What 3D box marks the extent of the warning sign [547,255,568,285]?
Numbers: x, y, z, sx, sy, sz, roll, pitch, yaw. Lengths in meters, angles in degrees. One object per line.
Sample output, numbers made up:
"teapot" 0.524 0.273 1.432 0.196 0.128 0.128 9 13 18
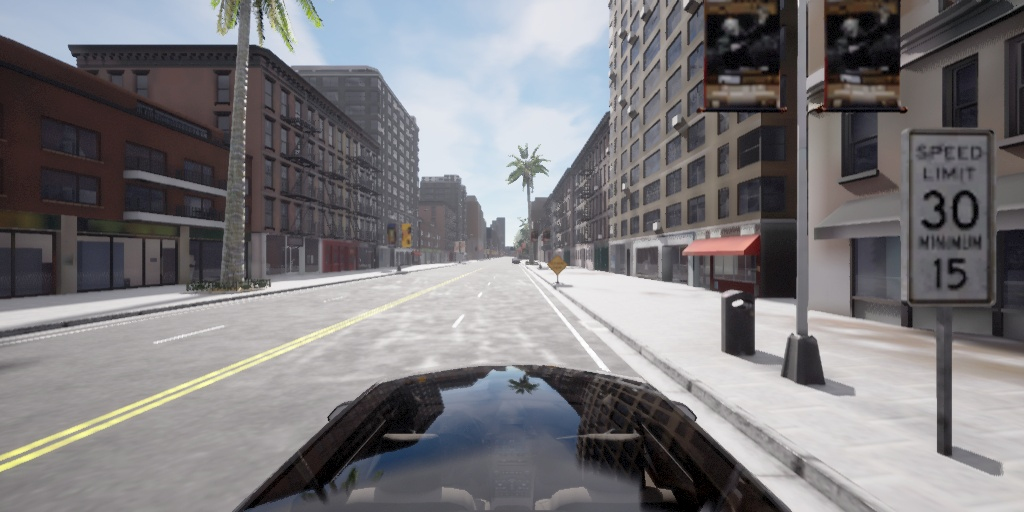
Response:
"warning sign" 2.850 0.853 22.459 1.300 1.860 1.060 0 0 0
